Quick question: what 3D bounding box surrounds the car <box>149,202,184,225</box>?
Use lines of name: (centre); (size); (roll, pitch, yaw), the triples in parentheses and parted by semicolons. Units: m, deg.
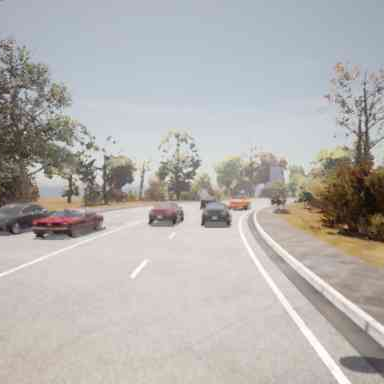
car: (-1.733, 1.417, 23.351); (1.812, 1.442, 4.674); (0, 0, 8)

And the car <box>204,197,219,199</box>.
car: (2.474, 1.296, 41.422); (1.882, 1.535, 5.008); (0, 0, 17)

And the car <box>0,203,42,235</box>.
car: (-9.615, 1.406, 18.359); (1.837, 1.490, 4.892); (0, 0, 6)

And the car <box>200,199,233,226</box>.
car: (1.715, 1.427, 22.804); (1.812, 1.442, 4.674); (0, 0, 8)

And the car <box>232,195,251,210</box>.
car: (5.951, 1.186, 40.774); (2.097, 1.767, 4.553); (0, 0, 17)

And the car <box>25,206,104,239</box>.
car: (-6.211, 1.512, 17.150); (1.895, 1.301, 4.718); (0, 0, 5)
